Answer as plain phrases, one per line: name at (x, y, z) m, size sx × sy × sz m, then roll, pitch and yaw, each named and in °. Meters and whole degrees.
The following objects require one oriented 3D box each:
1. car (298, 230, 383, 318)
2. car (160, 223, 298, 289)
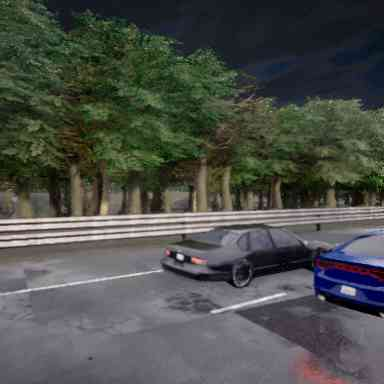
car at (4.695, 1.547, 7.118) m, size 5.008 × 1.535 × 1.882 m, roll 0°, pitch 0°, yaw -35°
car at (1.774, 1.608, 9.340) m, size 5.357 × 1.411 × 2.033 m, roll 1°, pitch 0°, yaw -35°
